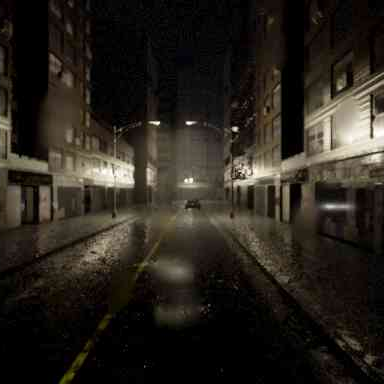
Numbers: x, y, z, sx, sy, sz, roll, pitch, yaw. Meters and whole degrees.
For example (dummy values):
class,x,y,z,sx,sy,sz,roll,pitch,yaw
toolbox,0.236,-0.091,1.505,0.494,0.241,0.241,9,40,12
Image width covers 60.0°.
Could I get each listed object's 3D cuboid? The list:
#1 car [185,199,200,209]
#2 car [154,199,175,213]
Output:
class,x,y,z,sx,sy,sz,roll,pitch,yaw
car,0.116,1.566,44.543,1.994,1.385,4.181,0,0,0
car,-3.079,1.524,37.363,1.812,1.442,4.674,0,0,0
